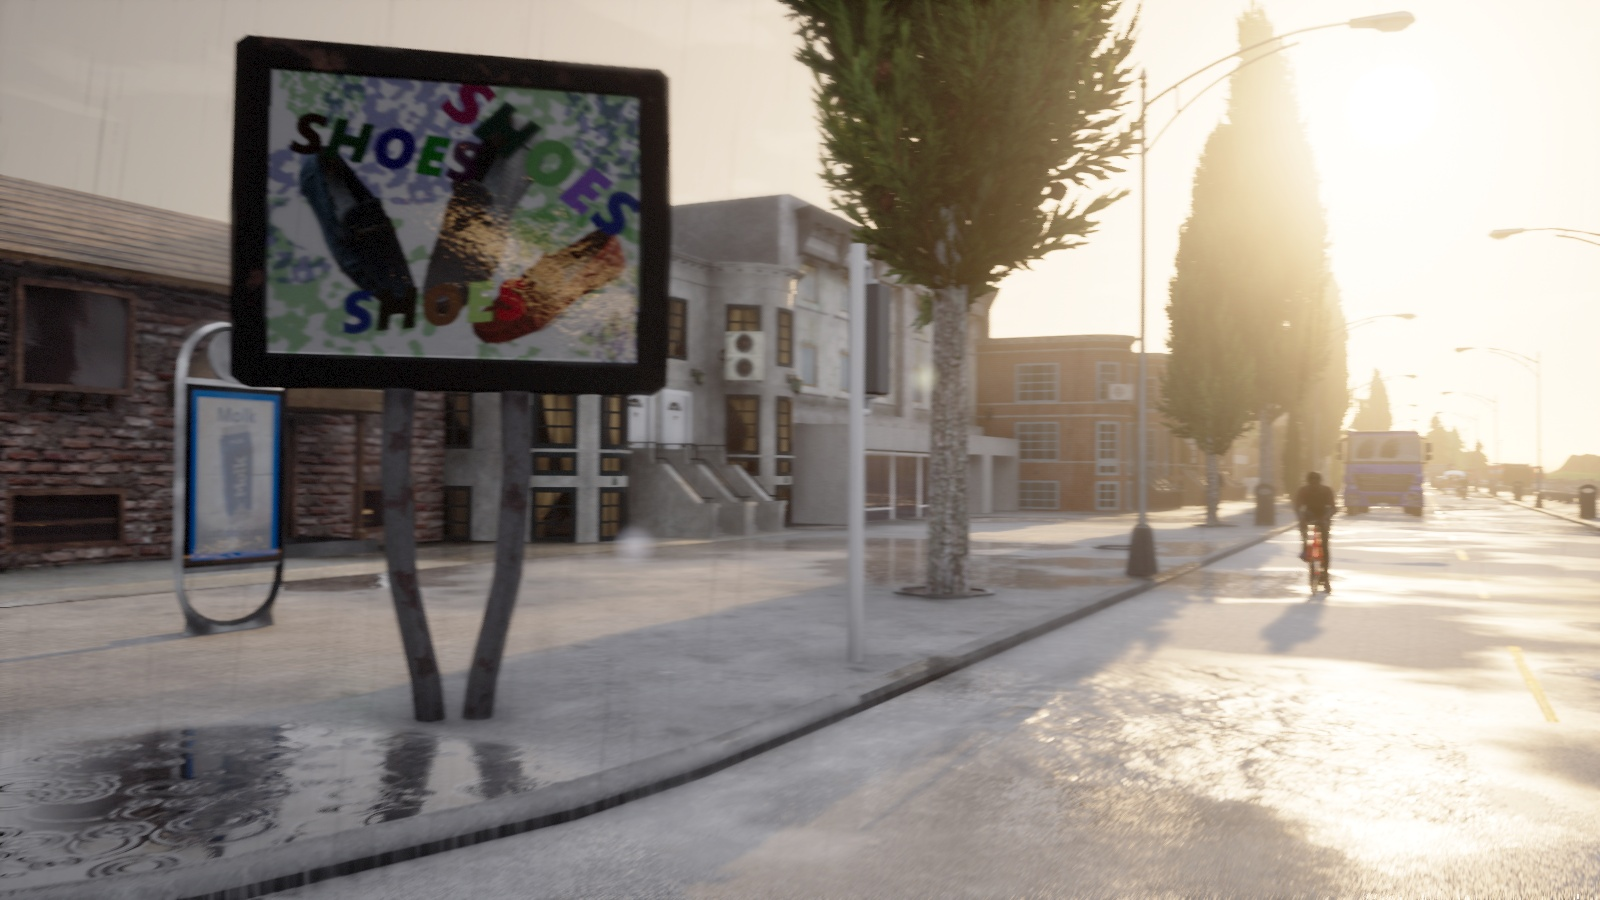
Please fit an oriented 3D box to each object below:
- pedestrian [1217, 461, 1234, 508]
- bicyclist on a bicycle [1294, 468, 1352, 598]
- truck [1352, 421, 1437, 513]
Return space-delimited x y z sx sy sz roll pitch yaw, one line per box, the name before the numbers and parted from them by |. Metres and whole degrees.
pedestrian | 16.819 1.369 49.670 0.370 1.835 0.726 -1 -1 42
bicyclist on a bicycle | 6.899 1.049 16.527 0.582 1.620 1.656 -1 -1 27
truck | 24.406 0.705 51.410 2.891 3.462 7.936 -1 -1 27
